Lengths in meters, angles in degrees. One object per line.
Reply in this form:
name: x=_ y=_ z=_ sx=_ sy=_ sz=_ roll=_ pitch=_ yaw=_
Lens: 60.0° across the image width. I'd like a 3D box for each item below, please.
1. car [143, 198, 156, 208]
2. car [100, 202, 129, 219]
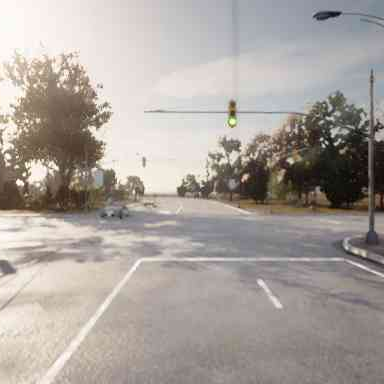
car: x=-7.075 y=1.697 z=55.630 sx=1.882 sy=1.535 sz=5.008 roll=0 pitch=0 yaw=-1
car: x=-7.032 y=1.660 z=30.710 sx=2.128 sy=1.511 sz=4.902 roll=0 pitch=0 yaw=0
